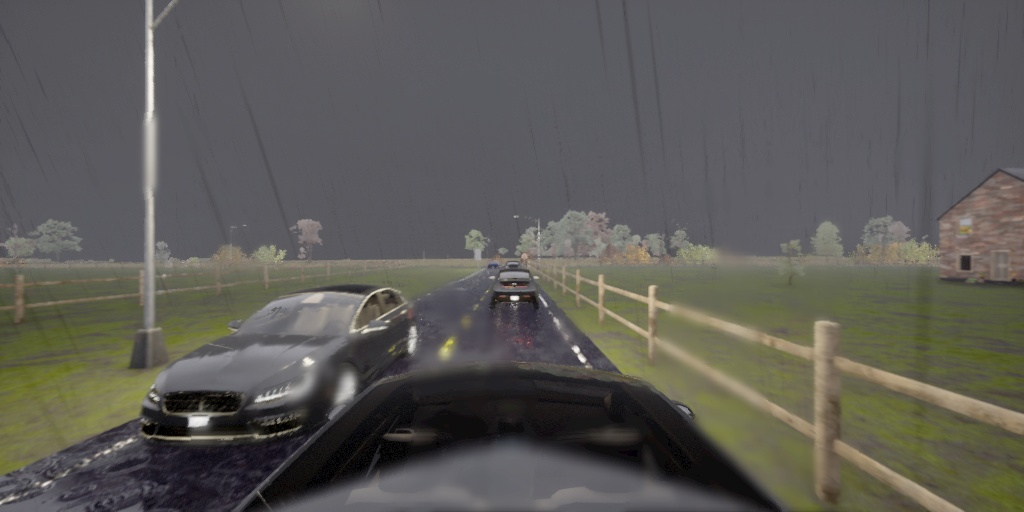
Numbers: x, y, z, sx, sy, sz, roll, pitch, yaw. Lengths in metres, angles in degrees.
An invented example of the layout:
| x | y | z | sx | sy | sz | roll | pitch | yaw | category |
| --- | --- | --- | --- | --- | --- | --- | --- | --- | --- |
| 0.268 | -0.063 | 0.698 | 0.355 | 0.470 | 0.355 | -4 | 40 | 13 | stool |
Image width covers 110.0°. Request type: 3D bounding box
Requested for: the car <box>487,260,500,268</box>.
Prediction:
| x | y | z | sx | sy | sz | roll | pitch | yaw | category |
| --- | --- | --- | --- | --- | --- | --- | --- | --- | --- |
| -2.770 | 1.327 | 55.146 | 1.895 | 1.301 | 4.718 | 0 | 0 | 0 | car |

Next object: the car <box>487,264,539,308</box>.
| x | y | z | sx | sy | sz | roll | pitch | yaw | category |
| --- | --- | --- | --- | --- | --- | --- | --- | --- | --- |
| 0.097 | 1.251 | 15.172 | 1.837 | 1.490 | 4.892 | 0 | 0 | 0 | car |

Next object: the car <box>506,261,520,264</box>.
| x | y | z | sx | sy | sz | roll | pitch | yaw | category |
| --- | --- | --- | --- | --- | --- | --- | --- | --- | --- |
| 0.094 | 1.241 | 36.528 | 1.837 | 1.490 | 4.892 | 0 | 0 | 0 | car |

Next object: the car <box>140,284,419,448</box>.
| x | y | z | sx | sy | sz | roll | pitch | yaw | category |
| --- | --- | --- | --- | --- | --- | --- | --- | --- | --- |
| -2.849 | 1.254 | 5.687 | 1.837 | 1.490 | 4.892 | 0 | 0 | 0 | car |
